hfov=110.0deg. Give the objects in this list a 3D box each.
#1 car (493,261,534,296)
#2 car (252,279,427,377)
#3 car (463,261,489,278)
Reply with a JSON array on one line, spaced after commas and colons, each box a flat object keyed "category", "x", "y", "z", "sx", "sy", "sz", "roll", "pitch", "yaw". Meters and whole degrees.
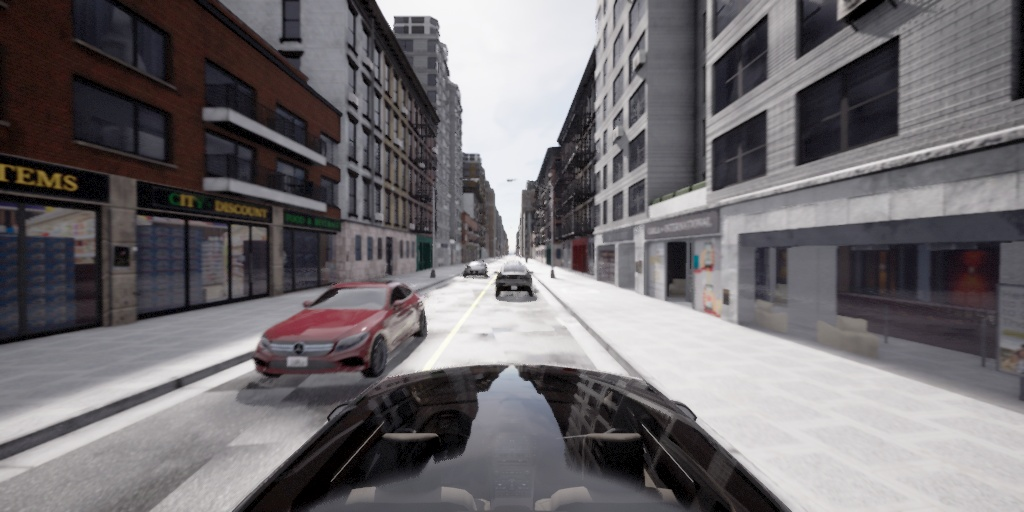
[{"category": "car", "x": 0.099, "y": 1.174, "z": 18.836, "sx": 1.837, "sy": 1.490, "sz": 4.892, "roll": 0, "pitch": 1, "yaw": 0}, {"category": "car", "x": -3.062, "y": 1.249, "z": 7.465, "sx": 1.812, "sy": 1.442, "sz": 4.674, "roll": 0, "pitch": 0, "yaw": 0}, {"category": "car", "x": -3.097, "y": 1.168, "z": 31.415, "sx": 1.994, "sy": 1.385, "sz": 4.181, "roll": 0, "pitch": 0, "yaw": 0}]
